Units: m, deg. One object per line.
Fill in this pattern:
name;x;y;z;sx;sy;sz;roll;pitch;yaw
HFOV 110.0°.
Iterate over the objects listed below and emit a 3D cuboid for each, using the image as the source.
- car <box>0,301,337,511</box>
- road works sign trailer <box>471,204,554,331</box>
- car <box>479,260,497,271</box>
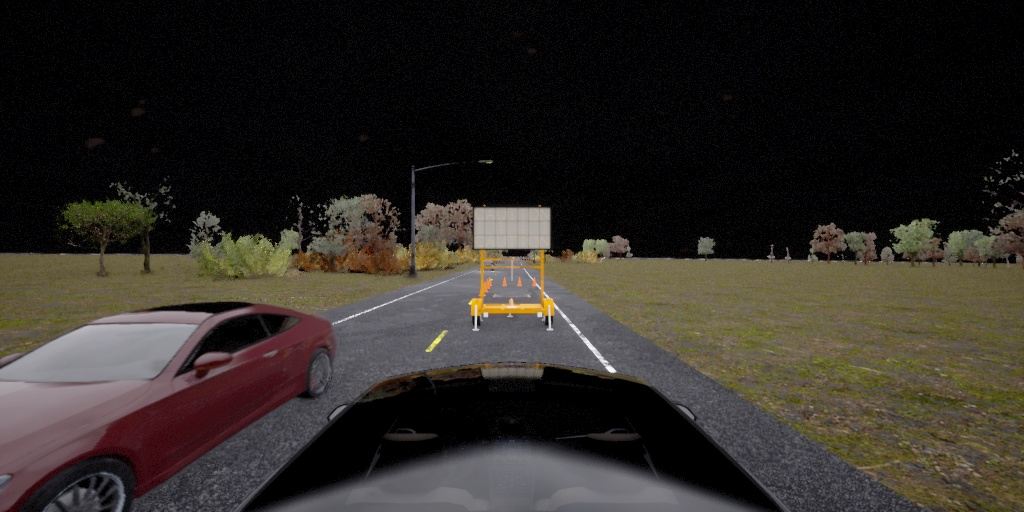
car;-3.601;1.276;3.788;1.812;1.442;4.674;0;0;0
road works sign trailer;0.004;0.218;11.040;2.380;3.560;2.880;0;0;-1
car;-3.382;1.281;49.016;1.837;1.490;4.892;0;0;0
